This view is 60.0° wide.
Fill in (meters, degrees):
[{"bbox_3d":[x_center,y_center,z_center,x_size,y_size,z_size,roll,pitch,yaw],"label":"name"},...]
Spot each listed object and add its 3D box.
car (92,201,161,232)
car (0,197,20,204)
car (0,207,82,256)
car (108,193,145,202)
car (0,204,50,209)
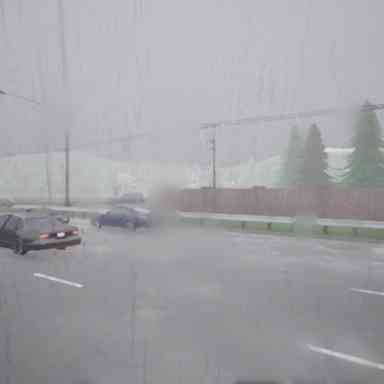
[{"bbox_3d":[-3.923,1.501,19.674,4.674,1.442,1.812,0,0,35],"label":"car"},{"bbox_3d":[-25.458,1.448,44.110,4.674,1.442,1.812,0,0,-6],"label":"car"},{"bbox_3d":[-6.588,1.526,12.993,5.357,1.411,2.033,0,0,36],"label":"car"},{"bbox_3d":[-9.739,1.158,49.309,5.566,2.045,2.150,0,0,-28],"label":"car"},{"bbox_3d":[-9.215,1.569,19.169,4.718,1.301,1.895,0,0,36],"label":"car"}]
